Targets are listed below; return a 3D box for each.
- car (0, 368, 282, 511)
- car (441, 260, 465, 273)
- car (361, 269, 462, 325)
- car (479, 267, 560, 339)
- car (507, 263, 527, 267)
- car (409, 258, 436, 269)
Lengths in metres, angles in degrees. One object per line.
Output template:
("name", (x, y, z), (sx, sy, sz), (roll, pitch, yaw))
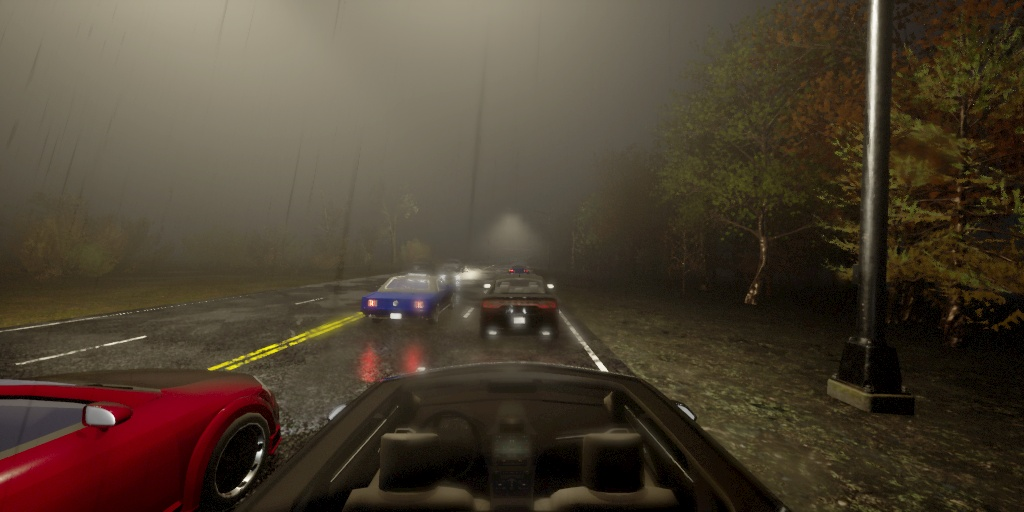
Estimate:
("car", (-3.141, 1.241, 1.621), (1.994, 1.385, 4.181), (2, 0, 1))
("car", (-6.049, 1.099, 37.135), (1.812, 1.442, 4.674), (2, 0, 1))
("car", (-3.014, 1.281, 11.575), (1.895, 1.301, 4.718), (2, 0, 0))
("car", (0.203, 1.235, 10.163), (1.882, 1.535, 5.008), (0, 0, 1))
("car", (0.533, 1.296, 30.611), (1.812, 1.442, 4.674), (1, 0, 0))
("car", (-9.291, 0.965, 37.428), (2.128, 1.511, 4.902), (2, 0, 1))
